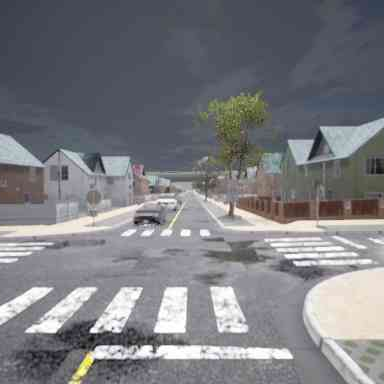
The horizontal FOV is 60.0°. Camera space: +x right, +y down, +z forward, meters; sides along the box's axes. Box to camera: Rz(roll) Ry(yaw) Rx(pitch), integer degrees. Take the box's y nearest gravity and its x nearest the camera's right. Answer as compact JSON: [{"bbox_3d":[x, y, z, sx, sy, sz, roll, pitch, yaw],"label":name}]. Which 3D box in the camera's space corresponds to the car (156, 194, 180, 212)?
[{"bbox_3d":[-2.904,1.214,39.075,2.150,2.045,5.566,0,0,0],"label":"car"}]

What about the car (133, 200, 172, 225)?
[{"bbox_3d":[-2.921,1.543,24.231,2.033,1.411,5.357,0,0,2],"label":"car"}]

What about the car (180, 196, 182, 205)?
[{"bbox_3d":[-2.836,1.337,60.353,2.097,1.767,4.553,0,0,0],"label":"car"}]
